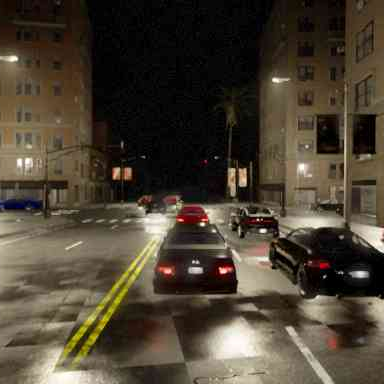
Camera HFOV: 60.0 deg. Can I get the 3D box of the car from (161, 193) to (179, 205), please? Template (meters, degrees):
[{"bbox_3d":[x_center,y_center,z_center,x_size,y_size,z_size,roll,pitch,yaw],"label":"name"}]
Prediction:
[{"bbox_3d":[-3.588,1.435,54.575,1.882,1.535,5.008,0,0,0],"label":"car"}]

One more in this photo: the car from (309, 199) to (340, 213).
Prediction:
[{"bbox_3d":[15.849,1.577,37.783,4.902,1.511,2.128,0,1,2],"label":"car"}]

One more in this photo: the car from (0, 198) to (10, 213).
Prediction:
[{"bbox_3d":[-20.510,1.377,31.863,4.674,1.442,1.812,0,1,-8],"label":"car"}]

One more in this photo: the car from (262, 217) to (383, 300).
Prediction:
[{"bbox_3d":[3.271,1.557,8.427,1.994,1.385,4.181,0,0,1],"label":"car"}]

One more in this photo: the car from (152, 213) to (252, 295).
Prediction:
[{"bbox_3d":[0.052,1.540,8.857,2.033,1.411,5.357,0,0,0],"label":"car"}]

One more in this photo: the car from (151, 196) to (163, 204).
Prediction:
[{"bbox_3d":[-6.837,1.510,65.434,1.994,1.385,4.181,0,0,0],"label":"car"}]

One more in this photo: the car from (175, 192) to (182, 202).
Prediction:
[{"bbox_3d":[-3.569,1.165,69.704,2.150,2.045,5.566,0,0,0],"label":"car"}]

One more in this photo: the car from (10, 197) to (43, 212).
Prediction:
[{"bbox_3d":[-18.592,1.301,35.325,5.008,1.535,1.882,1,1,-10],"label":"car"}]

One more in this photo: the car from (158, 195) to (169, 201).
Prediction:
[{"bbox_3d":[-6.867,1.442,80.317,2.128,1.511,4.902,0,0,0],"label":"car"}]

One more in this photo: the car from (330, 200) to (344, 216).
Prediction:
[{"bbox_3d":[16.068,1.742,31.844,4.313,1.339,1.947,0,0,0],"label":"car"}]

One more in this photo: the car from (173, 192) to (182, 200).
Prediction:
[{"bbox_3d":[-3.637,1.008,84.797,2.150,2.045,5.566,0,0,0],"label":"car"}]

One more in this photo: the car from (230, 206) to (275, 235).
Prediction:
[{"bbox_3d":[3.171,1.491,17.340,1.837,1.490,4.892,0,0,0],"label":"car"}]

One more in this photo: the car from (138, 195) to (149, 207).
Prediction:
[{"bbox_3d":[-6.823,1.313,50.045,2.097,1.767,4.553,0,0,0],"label":"car"}]

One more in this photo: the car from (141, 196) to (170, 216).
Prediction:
[{"bbox_3d":[-3.495,1.492,32.911,1.837,1.490,4.892,0,1,0],"label":"car"}]

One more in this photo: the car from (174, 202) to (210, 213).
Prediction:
[{"bbox_3d":[0.017,1.511,18.384,1.812,1.442,4.674,0,0,0],"label":"car"}]
